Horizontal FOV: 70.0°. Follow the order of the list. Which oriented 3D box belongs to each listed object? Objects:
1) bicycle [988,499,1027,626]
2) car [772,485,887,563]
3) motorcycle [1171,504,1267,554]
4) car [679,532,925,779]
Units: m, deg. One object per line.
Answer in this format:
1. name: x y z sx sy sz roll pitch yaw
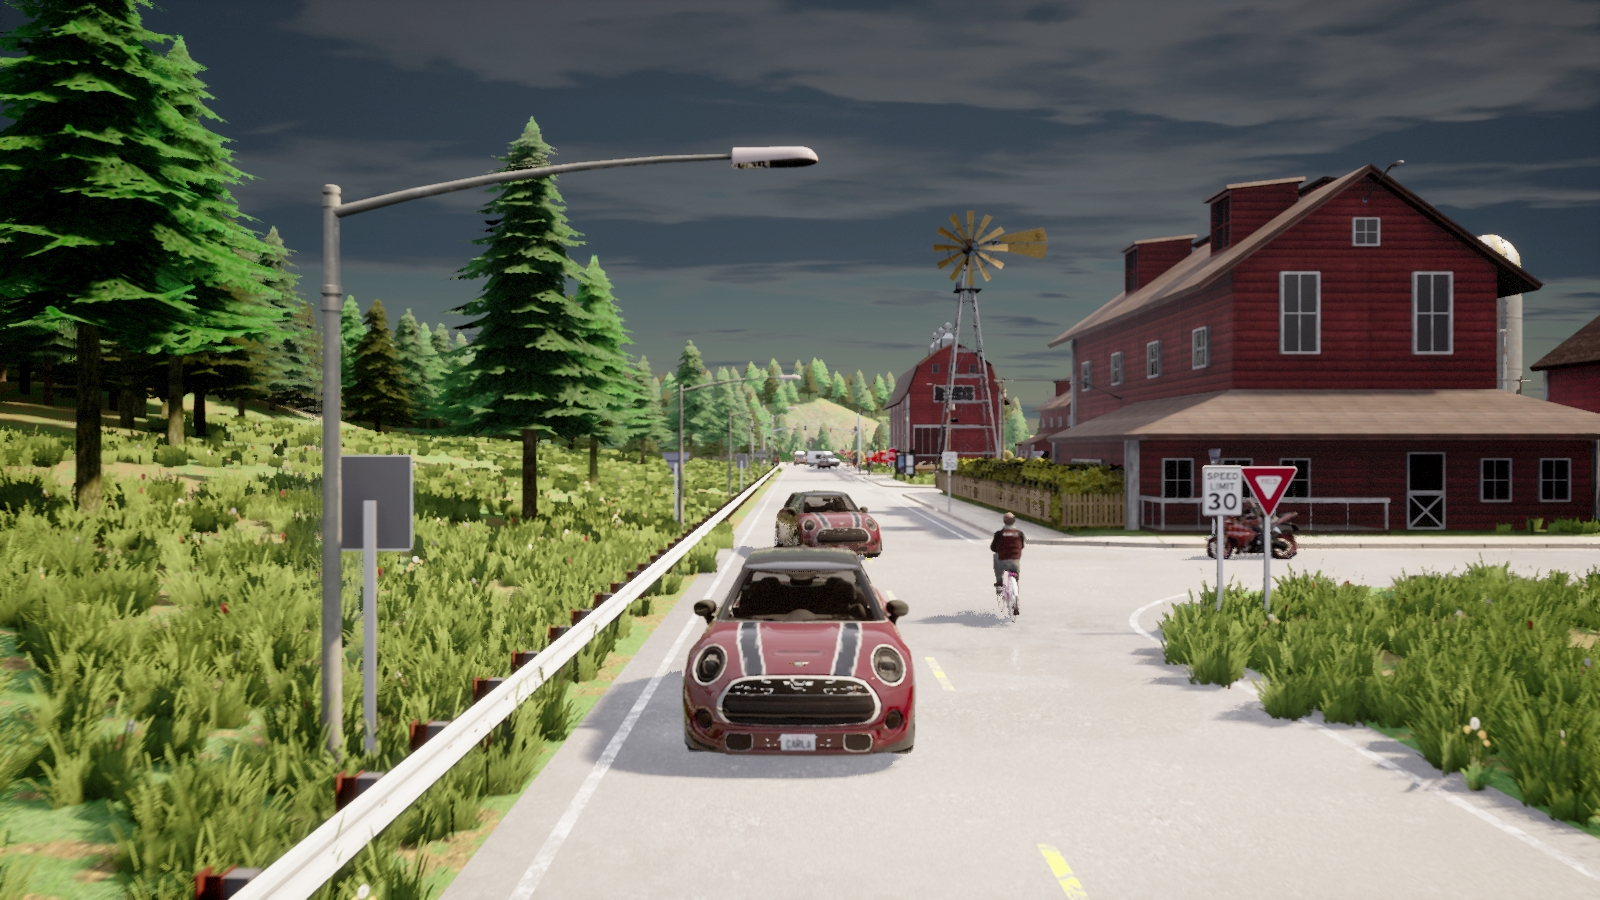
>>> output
1. bicycle: 3.457 1.829 19.079 0.329 1.919 1.835 0 1 0
2. car: 0.686 1.882 30.386 2.097 1.767 4.553 0 0 -11
3. motorcycle: 10.975 2.062 30.003 2.209 1.251 0.867 0 0 0
4. car: 0.048 1.904 11.981 2.097 1.767 4.553 0 0 1
